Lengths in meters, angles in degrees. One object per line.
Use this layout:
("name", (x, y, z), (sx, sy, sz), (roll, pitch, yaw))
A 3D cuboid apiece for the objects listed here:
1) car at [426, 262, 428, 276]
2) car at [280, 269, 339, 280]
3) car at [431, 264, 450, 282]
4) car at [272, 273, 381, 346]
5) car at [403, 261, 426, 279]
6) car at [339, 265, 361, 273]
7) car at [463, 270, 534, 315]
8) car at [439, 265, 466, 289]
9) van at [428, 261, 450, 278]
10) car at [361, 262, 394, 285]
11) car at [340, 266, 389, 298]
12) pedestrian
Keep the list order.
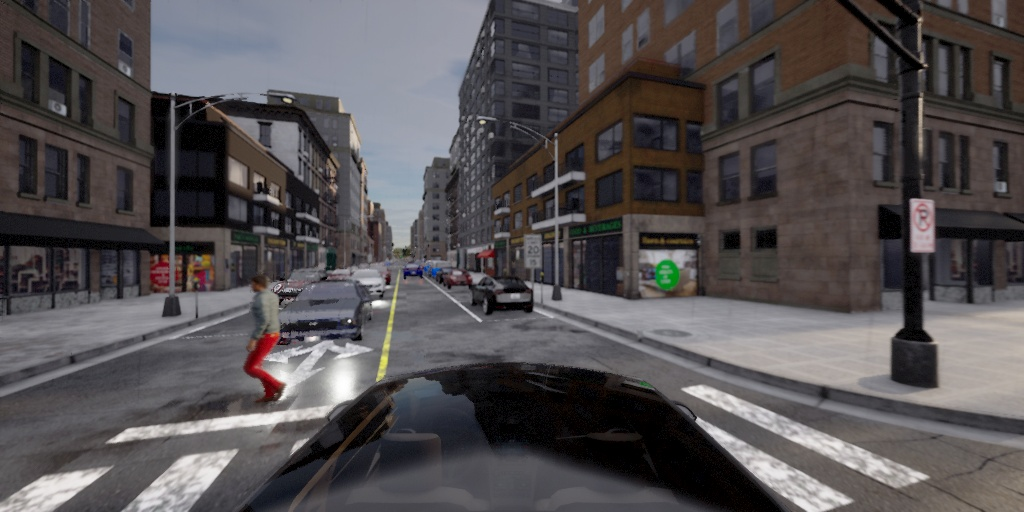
("car", (-8.600, 1.668, 40.471), (2.007, 1.370, 4.403), (0, 0, -17))
("car", (-9.785, 1.354, 17.044), (1.967, 1.591, 4.097), (0, 0, -17))
("car", (-5.358, 1.575, 29.938), (1.948, 1.339, 4.313), (0, 0, -17))
("car", (-5.005, 1.386, 10.135), (2.033, 1.411, 5.357), (0, -1, -17))
("car", (-10.696, 1.586, 38.643), (1.882, 1.535, 5.008), (0, -1, -17))
("car", (-13.027, 1.599, 27.577), (1.802, 1.307, 4.207), (0, 0, -17))
("car", (-0.494, 1.421, 14.138), (1.948, 1.339, 4.313), (0, 0, -17))
("car", (-3.736, 1.539, 24.672), (1.802, 1.307, 4.207), (0, 0, -17))
("van", (-6.979, 1.403, 35.204), (1.690, 1.789, 3.998), (0, 0, -17))
("car", (-10.908, 1.503, 29.359), (1.882, 1.535, 5.008), (0, -1, -17))
("car", (-7.961, 1.456, 19.743), (1.812, 1.442, 4.674), (0, -1, -17))
("pedestrian", (-3.385, 1.083, 4.927), (0.375, 1.860, 0.375), (0, -1, -17))
